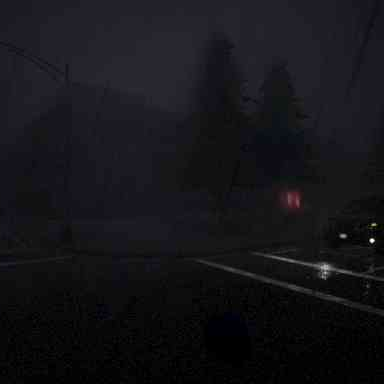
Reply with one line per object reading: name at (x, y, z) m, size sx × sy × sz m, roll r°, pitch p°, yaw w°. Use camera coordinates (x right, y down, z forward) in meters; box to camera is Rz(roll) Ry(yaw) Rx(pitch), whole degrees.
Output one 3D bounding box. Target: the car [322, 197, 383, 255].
car at (7.713, 1.248, 13.737) m, size 5.566 × 2.045 × 2.150 m, roll 0°, pitch 0°, yaw -37°
